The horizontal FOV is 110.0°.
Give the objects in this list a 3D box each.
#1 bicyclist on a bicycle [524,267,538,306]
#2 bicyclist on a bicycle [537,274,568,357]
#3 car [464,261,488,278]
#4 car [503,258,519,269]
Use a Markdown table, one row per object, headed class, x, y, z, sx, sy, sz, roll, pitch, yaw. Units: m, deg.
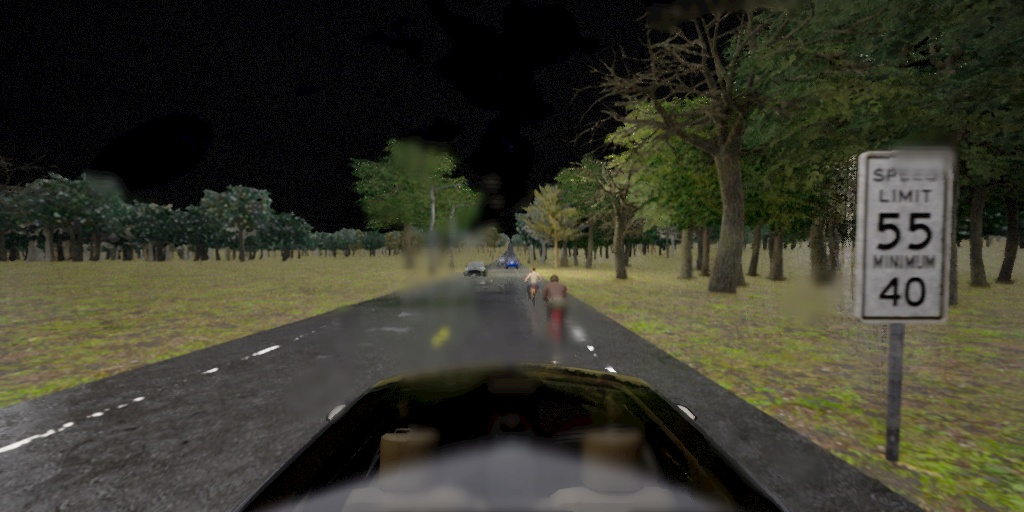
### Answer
| class | x | y | z | sx | sy | sz | roll | pitch | yaw |
| --- | --- | --- | --- | --- | --- | --- | --- | --- | --- |
| bicyclist on a bicycle | 0.926 | 1.253 | 15.248 | 0.866 | 1.612 | 1.509 | 0 | 0 | 0 |
| bicyclist on a bicycle | 0.954 | 1.232 | 7.689 | 0.582 | 1.620 | 1.656 | 0 | -1 | 0 |
| car | -3.655 | 1.287 | 37.123 | 2.097 | 1.767 | 4.553 | 0 | 0 | 0 |
| car | 0.005 | 1.312 | 63.677 | 2.150 | 2.045 | 5.566 | 0 | -1 | 0 |
